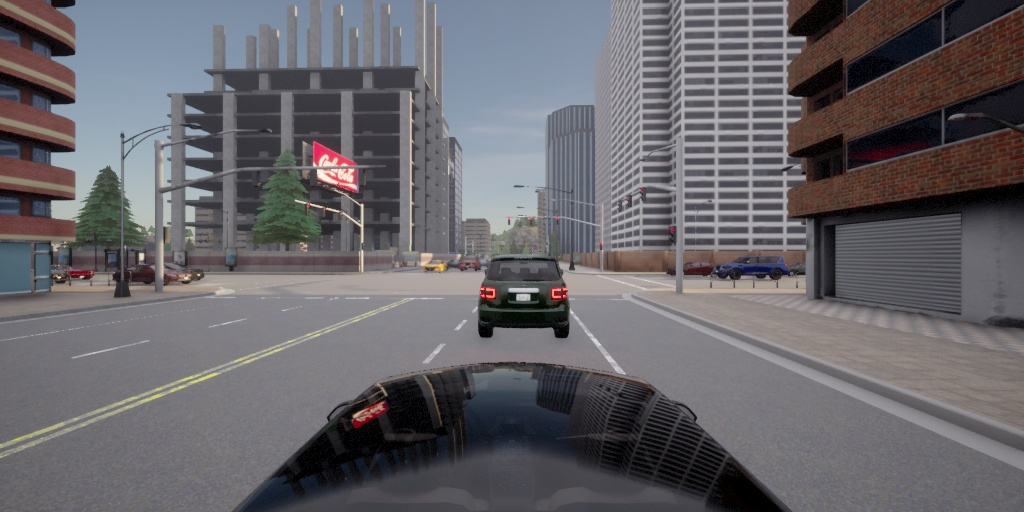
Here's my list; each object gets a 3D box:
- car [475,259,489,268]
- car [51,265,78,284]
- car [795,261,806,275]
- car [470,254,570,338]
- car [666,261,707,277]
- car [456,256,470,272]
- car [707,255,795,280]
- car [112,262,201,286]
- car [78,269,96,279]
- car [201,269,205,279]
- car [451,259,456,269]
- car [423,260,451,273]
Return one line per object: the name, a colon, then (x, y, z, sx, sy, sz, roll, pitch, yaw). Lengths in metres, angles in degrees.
car: (-4.925, 1.275, 60.018, 1.812, 1.442, 4.674, 0, 0, 3)
car: (-34.005, 1.255, 25.071, 4.892, 1.490, 1.837, 0, 0, 2)
car: (27.242, 1.241, 33.765, 4.902, 1.511, 2.128, 0, 0, 2)
car: (0.339, 0.971, 10.313, 2.150, 2.045, 5.566, 0, 0, 2)
car: (17.312, 1.228, 34.099, 5.008, 1.535, 1.882, 0, 0, 2)
car: (-5.422, 0.970, 47.218, 2.150, 2.045, 5.566, 0, 0, 2)
car: (20.227, 0.971, 30.505, 5.566, 2.045, 2.150, 0, 0, 2)
car: (-24.760, 1.276, 24.769, 4.674, 1.442, 1.812, 0, 0, 2)
car: (-36.494, 1.351, 28.655, 4.718, 1.301, 1.895, 0, 0, 2)
car: (-27.202, 1.228, 28.350, 5.008, 1.535, 1.882, 0, 0, 2)
car: (-8.644, 1.227, 54.559, 1.882, 1.535, 5.008, 0, 0, 2)
car: (-9.099, 1.228, 42.701, 1.882, 1.535, 5.008, 0, 0, 2)
